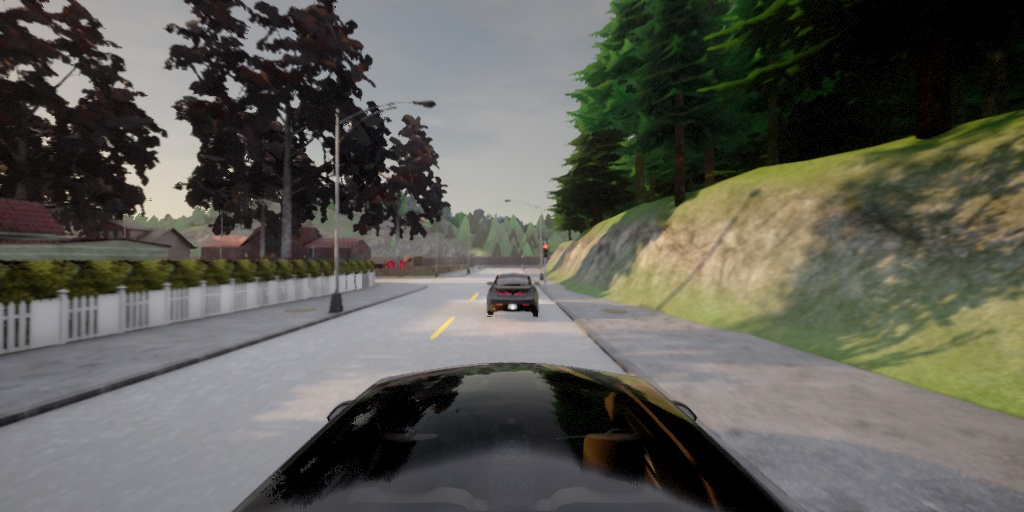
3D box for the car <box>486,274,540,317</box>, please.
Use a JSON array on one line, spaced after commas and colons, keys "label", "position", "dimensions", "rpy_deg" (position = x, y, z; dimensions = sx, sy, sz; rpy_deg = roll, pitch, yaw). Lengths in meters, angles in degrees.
[{"label": "car", "position": [0.046, 1.421, 14.065], "dimensions": [1.837, 1.490, 4.892], "rpy_deg": [0, -1, 1]}]
